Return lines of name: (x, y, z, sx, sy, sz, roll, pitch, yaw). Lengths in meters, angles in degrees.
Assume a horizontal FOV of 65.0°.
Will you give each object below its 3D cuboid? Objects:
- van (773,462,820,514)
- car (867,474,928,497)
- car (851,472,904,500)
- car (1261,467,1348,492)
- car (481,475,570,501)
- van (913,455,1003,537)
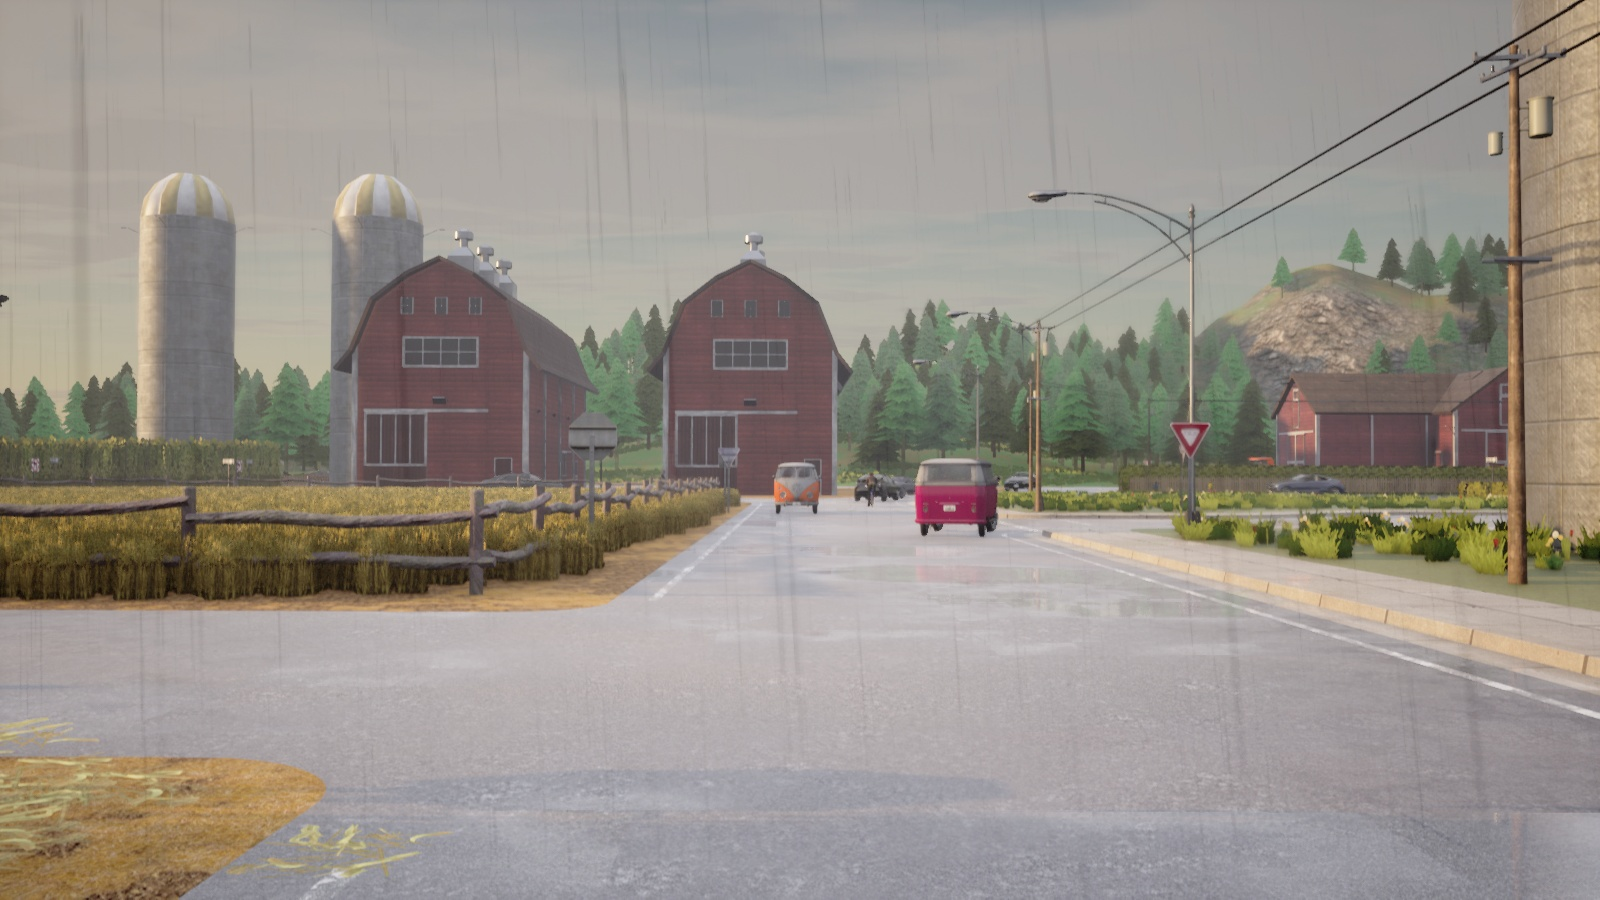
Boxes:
van: (-0.120, 1.481, 49.858, 1.775, 1.987, 4.442, 0, -1, 0)
car: (6.283, 2.276, 80.431, 1.994, 1.385, 4.181, -1, -1, 35)
car: (4.450, 2.032, 71.464, 2.007, 1.525, 4.514, -1, -1, 18)
car: (34.216, 2.014, 85.196, 5.027, 1.651, 2.152, 0, -1, 0)
car: (-16.061, 2.229, 73.589, 4.892, 1.490, 1.837, 0, -1, -3)
van: (4.209, 1.156, 32.930, 1.775, 1.987, 4.442, -1, -1, 14)
